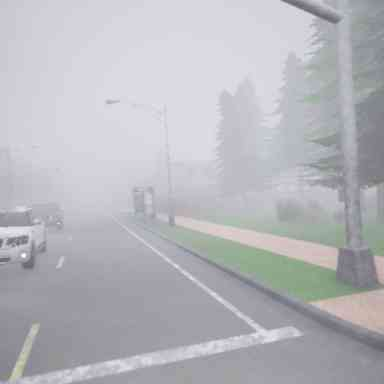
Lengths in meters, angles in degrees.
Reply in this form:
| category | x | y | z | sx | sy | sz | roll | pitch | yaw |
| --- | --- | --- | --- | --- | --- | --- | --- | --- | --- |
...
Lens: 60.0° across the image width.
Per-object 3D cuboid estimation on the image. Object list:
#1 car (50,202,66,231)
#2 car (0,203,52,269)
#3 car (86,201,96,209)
| category | x | y | z | sx | sy | sz | roll | pitch | yaw |
| --- | --- | --- | --- | --- | --- | --- | --- | --- | --- |
| car | -10.851 | 1.847 | 25.100 | 2.150 | 2.045 | 5.566 | -3 | 0 | -17 |
| car | -6.854 | 1.617 | 12.457 | 2.150 | 2.045 | 5.566 | -3 | 0 | -18 |
| car | -20.668 | 2.635 | 67.978 | 2.128 | 1.511 | 4.902 | -3 | 0 | -18 |
